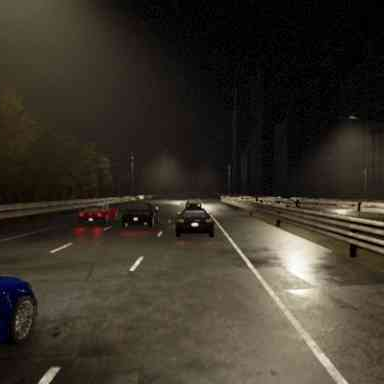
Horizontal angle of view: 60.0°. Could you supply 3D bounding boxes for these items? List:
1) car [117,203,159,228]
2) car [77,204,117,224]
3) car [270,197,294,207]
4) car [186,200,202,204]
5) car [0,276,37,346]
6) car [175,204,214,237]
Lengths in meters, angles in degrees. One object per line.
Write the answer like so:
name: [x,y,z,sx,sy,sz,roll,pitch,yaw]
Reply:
car: [-3.342,1.459,22.211,1.882,1.535,5.008,0,0,0]
car: [-6.843,1.581,24.707,1.895,1.301,4.718,0,0,0]
car: [14.286,1.557,53.276,2.128,1.511,4.902,0,0,-17]
car: [0.203,1.577,39.895,1.895,1.301,4.718,0,0,0]
car: [-3.390,1.522,3.392,1.812,1.442,4.674,0,0,0]
car: [0.148,1.547,18.101,1.994,1.385,4.181,0,0,0]
